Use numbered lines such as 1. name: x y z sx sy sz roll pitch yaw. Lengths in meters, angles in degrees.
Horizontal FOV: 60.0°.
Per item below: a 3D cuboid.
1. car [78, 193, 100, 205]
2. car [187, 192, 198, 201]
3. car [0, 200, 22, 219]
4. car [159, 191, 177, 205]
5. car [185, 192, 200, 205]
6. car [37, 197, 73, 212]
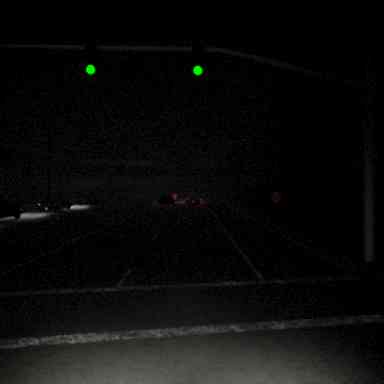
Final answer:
1. car: -13.932 0.912 45.325 2.128 1.511 4.902 0 1 1
2. car: 0.122 0.740 55.728 1.812 1.442 4.674 0 1 0
3. car: -14.027 1.321 23.951 1.812 1.442 4.674 0 1 0
4. car: -3.401 0.905 45.015 1.882 1.535 5.008 0 1 0
5. car: 0.100 0.942 45.602 1.812 1.442 4.674 0 1 0
6. car: -13.947 1.238 34.109 1.895 1.301 4.718 0 1 1
